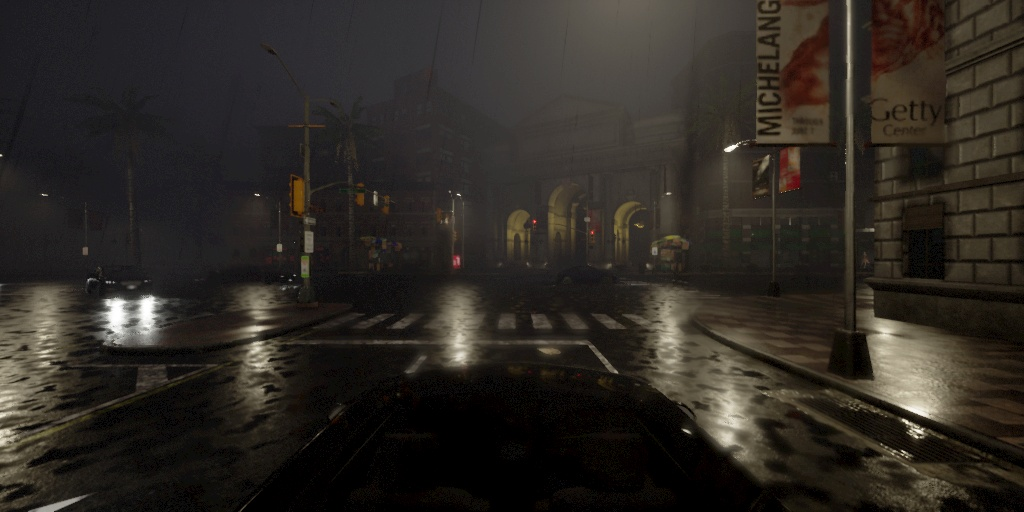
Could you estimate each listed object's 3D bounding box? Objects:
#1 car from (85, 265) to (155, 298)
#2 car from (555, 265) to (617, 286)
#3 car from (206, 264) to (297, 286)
[{"bbox_3d":[-20.343,1.237,18.580,4.902,1.511,2.128,0,0,33],"label":"car"},{"bbox_3d":[5.060,1.309,24.749,4.181,1.385,1.994,0,0,1],"label":"car"},{"bbox_3d":[-18.082,1.292,24.976,5.357,1.411,2.033,0,0,1],"label":"car"}]
